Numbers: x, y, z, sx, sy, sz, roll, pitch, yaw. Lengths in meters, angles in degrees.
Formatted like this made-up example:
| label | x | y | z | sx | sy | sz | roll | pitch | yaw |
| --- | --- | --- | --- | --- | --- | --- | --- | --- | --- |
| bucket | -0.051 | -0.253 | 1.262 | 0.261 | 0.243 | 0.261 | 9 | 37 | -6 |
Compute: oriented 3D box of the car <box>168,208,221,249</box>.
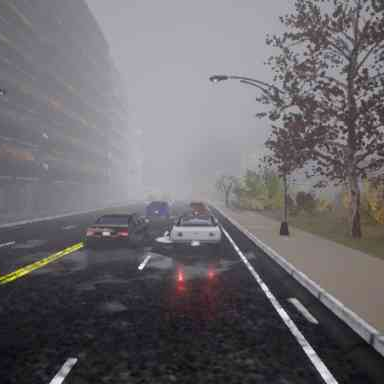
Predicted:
| label | x | y | z | sx | sy | sz | roll | pitch | yaw |
| --- | --- | --- | --- | --- | --- | --- | --- | --- | --- |
| car | 0.177 | 1.617 | 14.562 | 1.895 | 1.301 | 4.718 | 0 | 0 | 1 |

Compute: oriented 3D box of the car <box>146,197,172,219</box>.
| label | x | y | z | sx | sy | sz | roll | pitch | yaw |
| --- | --- | --- | --- | --- | --- | --- | --- | --- | --- |
| car | -2.848 | 1.488 | 29.580 | 1.882 | 1.535 | 5.008 | 0 | 0 | 1 |

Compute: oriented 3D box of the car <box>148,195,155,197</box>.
| label | x | y | z | sx | sy | sz | roll | pitch | yaw |
| --- | --- | --- | --- | --- | --- | --- | --- | --- | --- |
| car | -9.241 | 1.427 | 75.889 | 1.882 | 1.535 | 5.008 | 0 | 0 | -1 |

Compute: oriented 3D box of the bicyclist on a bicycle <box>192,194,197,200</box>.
| label | x | y | z | sx | sy | sz | roll | pitch | yaw |
| --- | --- | --- | --- | --- | --- | --- | --- | --- | --- |
| bicyclist on a bicycle | 0.864 | 1.448 | 90.597 | 0.866 | 1.612 | 1.509 | 0 | 0 | -3 |

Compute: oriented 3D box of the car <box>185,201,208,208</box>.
| label | x | y | z | sx | sy | sz | roll | pitch | yaw |
| --- | --- | --- | --- | --- | --- | --- | --- | --- | --- |
| car | 0.402 | 1.537 | 29.531 | 1.812 | 1.442 | 4.674 | 0 | 0 | 1 |

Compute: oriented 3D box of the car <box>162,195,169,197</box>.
| label | x | y | z | sx | sy | sz | roll | pitch | yaw |
| --- | --- | --- | --- | --- | --- | --- | --- | --- | --- |
| car | -5.992 | 1.426 | 75.992 | 1.882 | 1.535 | 5.008 | 0 | 0 | -1 |

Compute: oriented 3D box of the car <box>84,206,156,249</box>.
| label | x | y | z | sx | sy | sz | roll | pitch | yaw |
| --- | --- | --- | --- | --- | --- | --- | --- | --- | --- |
| car | -3.073 | 1.563 | 14.580 | 2.033 | 1.411 | 5.357 | 0 | 0 | 1 |
